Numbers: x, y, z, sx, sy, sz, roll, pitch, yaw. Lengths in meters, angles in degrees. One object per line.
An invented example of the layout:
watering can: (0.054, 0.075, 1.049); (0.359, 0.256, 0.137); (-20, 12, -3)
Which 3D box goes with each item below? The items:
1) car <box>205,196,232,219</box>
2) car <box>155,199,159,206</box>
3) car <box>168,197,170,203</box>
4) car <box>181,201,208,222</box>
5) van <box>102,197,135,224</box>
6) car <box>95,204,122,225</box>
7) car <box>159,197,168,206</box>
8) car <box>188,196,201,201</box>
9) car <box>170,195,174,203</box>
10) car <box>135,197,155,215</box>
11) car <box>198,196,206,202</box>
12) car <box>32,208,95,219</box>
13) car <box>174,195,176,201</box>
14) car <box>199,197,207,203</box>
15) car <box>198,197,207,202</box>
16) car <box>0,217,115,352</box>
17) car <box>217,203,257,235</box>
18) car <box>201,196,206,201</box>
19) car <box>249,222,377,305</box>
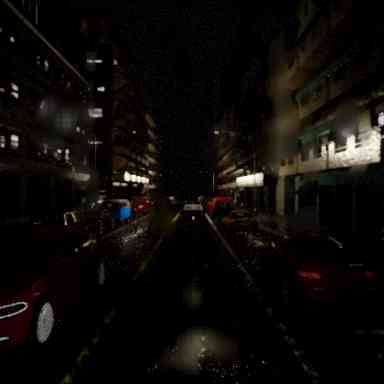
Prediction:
car: (2.683, 1.445, 30.283); (2.192, 1.841, 5.009); (-1, 0, 0)
car: (-5.700, 1.729, 41.516); (2.008, 1.369, 4.403); (-1, 0, 0)
car: (-5.689, 1.858, 63.923); (1.802, 1.307, 4.206); (-1, 0, 0)
car: (0.106, 1.721, 27.916); (1.895, 1.301, 4.718); (0, 0, 0)
van: (-5.665, 1.447, 24.710); (1.690, 1.788, 3.998); (-1, 0, 0)
car: (-5.663, 1.633, 19.107); (2.008, 1.369, 4.403); (-1, 0, 0)
car: (-5.690, 1.834, 58.321); (1.802, 1.307, 4.206); (-1, 0, 0)
car: (0.108, 1.695, 44.539); (1.837, 1.490, 4.892); (0, -1, 0)
car: (-5.687, 1.876, 75.128); (2.008, 1.369, 4.403); (-1, 0, 0)
car: (-5.687, 1.469, 35.914); (2.192, 1.841, 5.009); (-1, 0, 0)
car: (2.694, 1.840, 91.904); (1.967, 1.590, 4.097); (-1, 0, 0)
car: (-5.665, 1.498, 13.506); (1.967, 1.590, 4.097); (-1, 0, 0)
car: (-5.685, 1.925, 86.331); (2.008, 1.369, 4.403); (-1, 0, 0)
car: (2.694, 1.876, 80.869); (1.752, 1.417, 4.829); (-1, 0, 0)
car: (2.695, 1.941, 86.301); (1.947, 1.339, 4.313); (-1, 0, 0)
car: (-3.090, 1.506, 6.535); (1.882, 1.535, 5.008); (0, -1, 0)
car: (2.684, 1.608, 19.248); (1.752, 1.417, 4.829); (-1, 0, 0)
car: (2.684, 1.494, 41.487); (2.192, 1.841, 5.009); (-1, 0, 0)
car: (2.683, 1.616, 7.873); (1.802, 1.307, 4.206); (-1, 0, 0)
